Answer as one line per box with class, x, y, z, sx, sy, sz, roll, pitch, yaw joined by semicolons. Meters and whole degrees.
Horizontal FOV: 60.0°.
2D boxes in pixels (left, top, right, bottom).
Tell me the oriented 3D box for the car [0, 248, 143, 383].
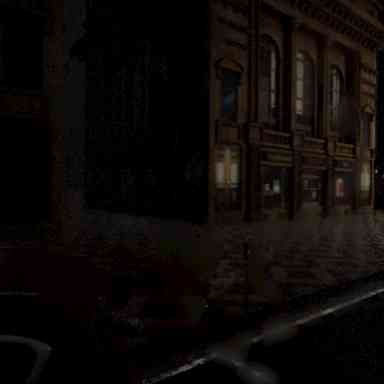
car;-2.417;1.280;0.791;5.009;1.841;2.192;0;1;-37
